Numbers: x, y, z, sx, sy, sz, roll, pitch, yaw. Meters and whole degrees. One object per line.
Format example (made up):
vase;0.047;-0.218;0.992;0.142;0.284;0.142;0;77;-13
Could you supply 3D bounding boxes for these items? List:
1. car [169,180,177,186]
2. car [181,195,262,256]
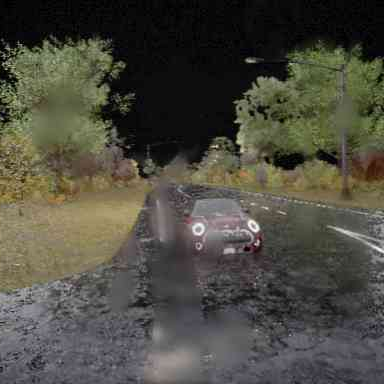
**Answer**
car;-4.676;-2.314;82.984;1.994;1.385;4.181;-3;3;-2
car;0.762;0.947;11.218;2.097;1.767;4.553;-3;2;-6
